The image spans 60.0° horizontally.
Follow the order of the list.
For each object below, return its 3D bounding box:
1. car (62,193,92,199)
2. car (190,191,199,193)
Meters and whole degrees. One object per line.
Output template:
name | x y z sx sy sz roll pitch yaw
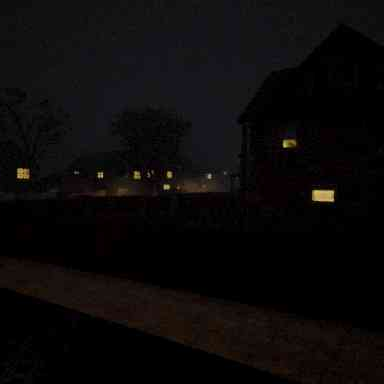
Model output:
car | -12.116 0.921 34.437 1.882 1.535 5.008 1 2 36
car | 0.402 0.566 51.266 1.895 1.301 4.718 1 2 37
